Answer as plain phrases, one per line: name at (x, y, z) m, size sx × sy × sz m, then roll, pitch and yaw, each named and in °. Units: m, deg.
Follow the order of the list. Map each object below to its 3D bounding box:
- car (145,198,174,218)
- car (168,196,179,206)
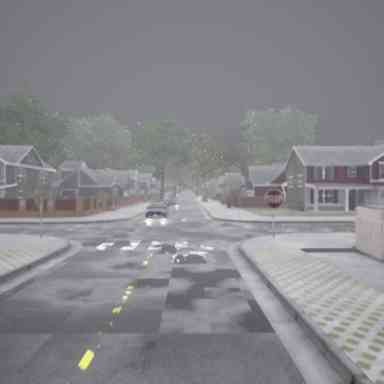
car at (-2.989, 1.510, 29.568) m, size 2.033 × 1.411 × 5.357 m, roll 0°, pitch 0°, yaw 0°
car at (-3.175, 1.456, 53.450) m, size 1.837 × 1.490 × 4.892 m, roll 0°, pitch 2°, yaw 0°
